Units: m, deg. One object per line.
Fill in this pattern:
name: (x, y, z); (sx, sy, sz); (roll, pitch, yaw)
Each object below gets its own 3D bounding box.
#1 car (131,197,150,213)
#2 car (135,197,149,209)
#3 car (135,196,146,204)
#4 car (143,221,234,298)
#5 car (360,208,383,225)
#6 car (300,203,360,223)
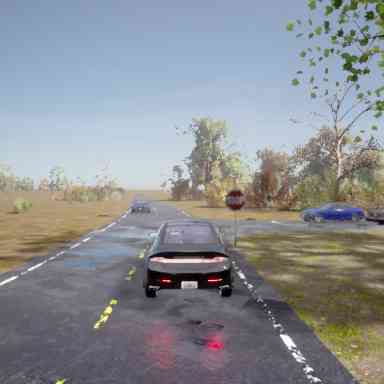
car: (-5.597, 1.558, 36.402); (1.994, 1.385, 4.181); (0, 0, -8)
car: (-7.046, 1.517, 46.379); (1.812, 1.442, 4.674); (0, 0, -9)
car: (-9.662, 1.549, 62.122); (1.994, 1.385, 4.181); (0, 0, -9)
car: (-0.106, 1.492, 8.525); (2.128, 1.511, 4.902); (0, 0, -1)
car: (14.433, 1.574, 22.209); (5.357, 1.411, 2.033); (0, 0, -11)
car: (10.541, 1.553, 25.029); (4.674, 1.442, 1.812); (0, 0, -7)
